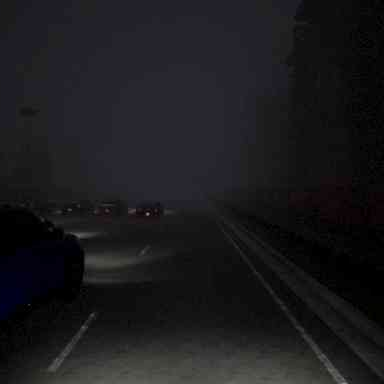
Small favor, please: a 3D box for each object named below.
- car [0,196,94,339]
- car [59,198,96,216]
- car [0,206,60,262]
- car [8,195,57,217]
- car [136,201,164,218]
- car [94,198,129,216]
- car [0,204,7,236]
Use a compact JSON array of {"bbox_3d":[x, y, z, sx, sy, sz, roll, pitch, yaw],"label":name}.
[{"bbox_3d":[-3.440,1.187,4.989,2.150,2.045,5.566,0,0,0],"label":"car"},{"bbox_3d":[-10.424,1.320,30.641,1.812,1.442,4.674,0,0,0],"label":"car"},{"bbox_3d":[-6.914,1.420,12.688,1.837,1.490,4.892,0,1,0],"label":"car"},{"bbox_3d":[-13.916,1.155,29.372,2.097,1.767,4.553,0,0,0],"label":"car"},{"bbox_3d":[-3.416,1.413,28.035,1.895,1.301,4.718,0,0,0],"label":"car"},{"bbox_3d":[-6.915,1.293,29.629,2.128,1.511,4.902,0,0,0],"label":"car"},{"bbox_3d":[-10.411,1.395,14.330,2.128,1.511,4.902,0,0,0],"label":"car"}]
